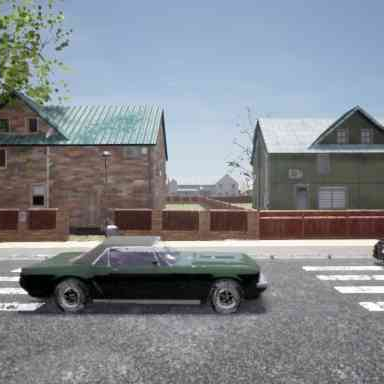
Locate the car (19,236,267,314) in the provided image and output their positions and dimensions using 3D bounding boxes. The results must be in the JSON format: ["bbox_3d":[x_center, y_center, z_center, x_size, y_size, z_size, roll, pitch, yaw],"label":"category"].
[{"bbox_3d":[-0.883,1.634,7.058,4.718,1.301,1.895,0,-1,1],"label":"car"}]

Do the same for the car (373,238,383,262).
[{"bbox_3d":[7.721,1.579,9.825,4.181,1.385,1.994,0,-1,1],"label":"car"}]
